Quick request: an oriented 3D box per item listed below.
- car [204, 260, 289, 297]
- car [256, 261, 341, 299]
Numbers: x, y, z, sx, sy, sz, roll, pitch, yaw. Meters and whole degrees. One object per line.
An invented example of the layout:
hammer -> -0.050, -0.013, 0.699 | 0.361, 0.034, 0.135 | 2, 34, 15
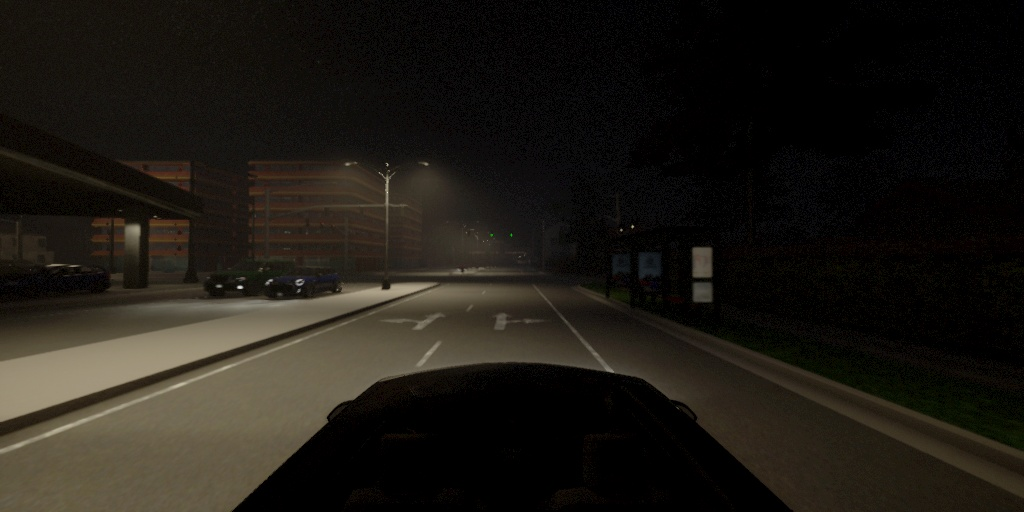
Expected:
car -> -15.031, 1.240, 21.198 | 2.150, 2.045, 5.566 | 0, -1, 0
car -> -11.535, 1.354, 20.085 | 2.097, 1.767, 4.553 | 0, -1, 0
